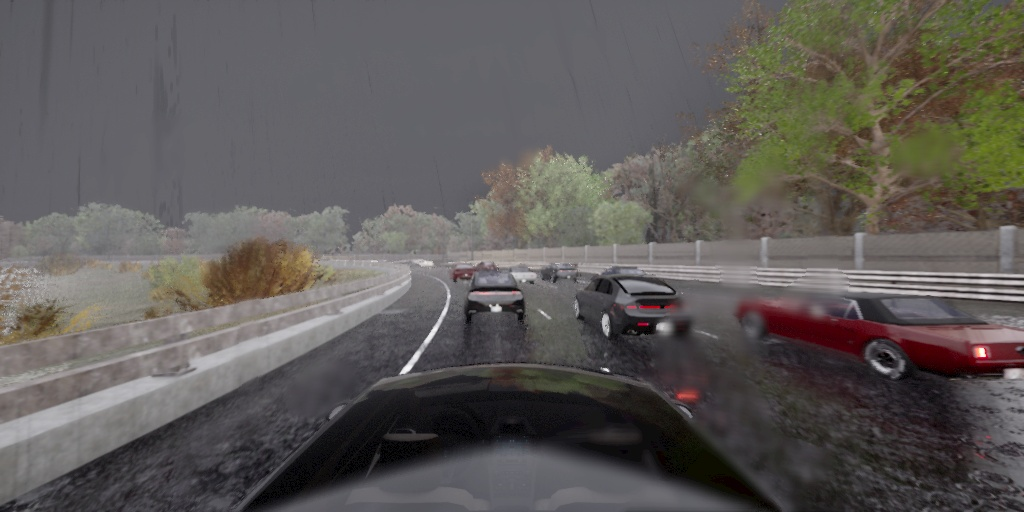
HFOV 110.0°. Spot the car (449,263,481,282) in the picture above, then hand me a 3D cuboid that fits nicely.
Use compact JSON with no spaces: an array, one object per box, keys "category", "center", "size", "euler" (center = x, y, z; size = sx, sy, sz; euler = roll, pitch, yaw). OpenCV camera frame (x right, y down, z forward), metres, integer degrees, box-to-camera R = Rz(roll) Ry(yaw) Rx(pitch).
[{"category":"car","center":[-4.228,1.347,30.471],"size":[1.882,1.535,5.008],"euler":[0,0,-15]}]

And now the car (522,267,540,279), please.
[{"category":"car","center":[0.311,1.440,26.985],"size":[1.895,1.301,4.718],"euler":[0,0,-13]}]

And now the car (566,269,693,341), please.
[{"category":"car","center":[3.053,1.274,10.006],"size":[1.837,1.490,4.892],"euler":[0,0,-4]}]

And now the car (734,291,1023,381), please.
[{"category":"car","center":[6.778,1.344,7.152],"size":[1.895,1.301,4.718],"euler":[0,0,-4]}]

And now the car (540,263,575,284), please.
[{"category":"car","center":[3.551,1.322,28.010],"size":[2.128,1.511,4.902],"euler":[0,0,-12]}]

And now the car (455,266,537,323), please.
[{"category":"car","center":[-0.688,1.283,12.472],"size":[2.128,1.511,4.902],"euler":[0,0,-6]}]

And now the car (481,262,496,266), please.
[{"category":"car","center":[-3.530,1.457,48.215],"size":[1.812,1.442,4.674],"euler":[0,0,-25]}]

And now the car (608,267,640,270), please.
[{"category":"car","center":[6.589,1.343,21.578],"size":[2.033,1.411,5.357],"euler":[0,0,-9]}]
